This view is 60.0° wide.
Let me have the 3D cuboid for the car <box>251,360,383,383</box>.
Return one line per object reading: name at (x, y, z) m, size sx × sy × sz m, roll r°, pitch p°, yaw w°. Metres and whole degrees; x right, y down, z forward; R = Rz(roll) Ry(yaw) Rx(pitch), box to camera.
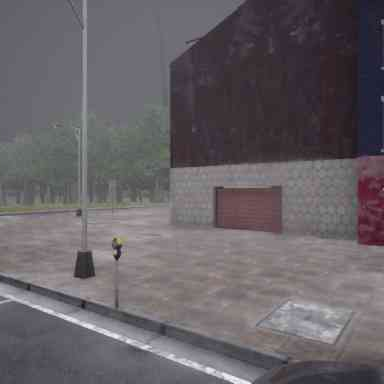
car at (2.105, 1.551, 1.305) m, size 4.403 × 1.369 × 2.008 m, roll 0°, pitch 0°, yaw 36°
